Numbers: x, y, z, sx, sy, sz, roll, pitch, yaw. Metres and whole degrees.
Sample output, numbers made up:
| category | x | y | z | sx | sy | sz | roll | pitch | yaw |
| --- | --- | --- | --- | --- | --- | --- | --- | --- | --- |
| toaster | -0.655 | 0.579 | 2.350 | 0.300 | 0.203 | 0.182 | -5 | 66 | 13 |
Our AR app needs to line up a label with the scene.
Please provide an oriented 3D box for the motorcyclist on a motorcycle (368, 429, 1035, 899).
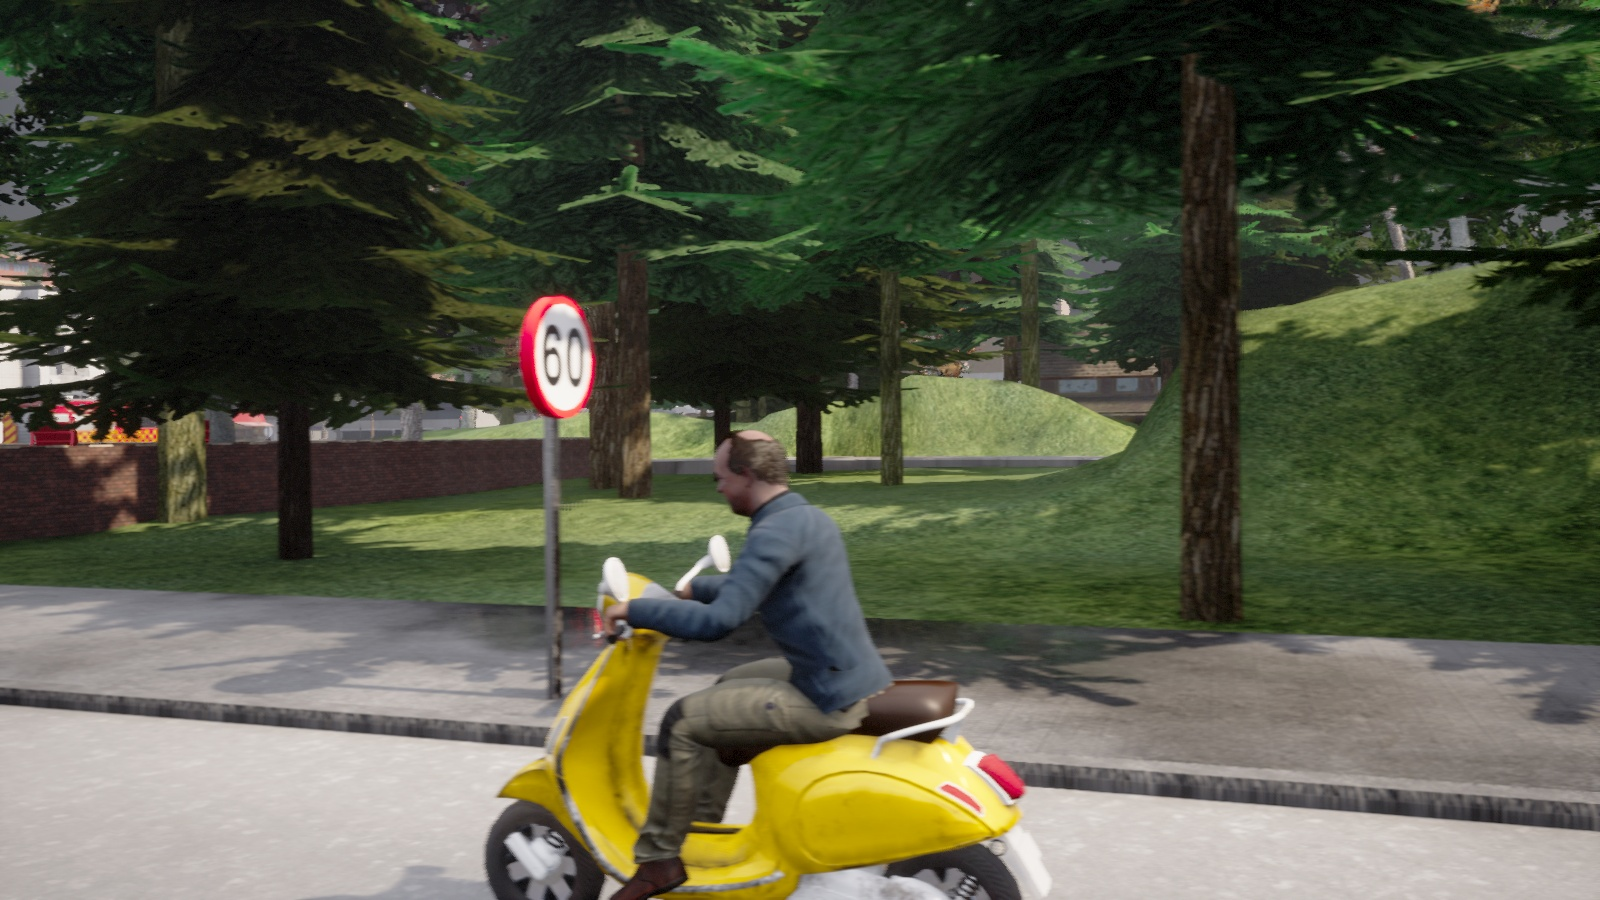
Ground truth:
| category | x | y | z | sx | sy | sz | roll | pitch | yaw |
| --- | --- | --- | --- | --- | --- | --- | --- | --- | --- |
| motorcyclist on a motorcycle | -0.266 | 0.733 | 3.809 | 1.817 | 1.590 | 0.866 | 0 | 1 | 19 |

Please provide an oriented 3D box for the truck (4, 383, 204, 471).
| category | x | y | z | sx | sy | sz | roll | pitch | yaw |
| --- | --- | --- | --- | --- | --- | --- | --- | --- | --- |
| truck | -32.398 | -1.045 | 58.983 | 2.891 | 3.827 | 8.468 | 0 | 1 | 19 |
